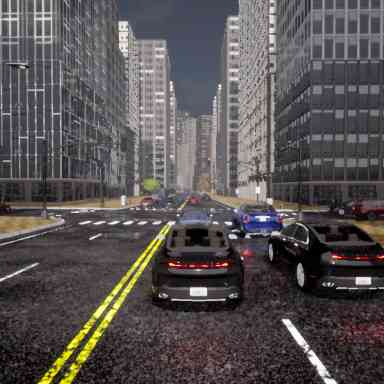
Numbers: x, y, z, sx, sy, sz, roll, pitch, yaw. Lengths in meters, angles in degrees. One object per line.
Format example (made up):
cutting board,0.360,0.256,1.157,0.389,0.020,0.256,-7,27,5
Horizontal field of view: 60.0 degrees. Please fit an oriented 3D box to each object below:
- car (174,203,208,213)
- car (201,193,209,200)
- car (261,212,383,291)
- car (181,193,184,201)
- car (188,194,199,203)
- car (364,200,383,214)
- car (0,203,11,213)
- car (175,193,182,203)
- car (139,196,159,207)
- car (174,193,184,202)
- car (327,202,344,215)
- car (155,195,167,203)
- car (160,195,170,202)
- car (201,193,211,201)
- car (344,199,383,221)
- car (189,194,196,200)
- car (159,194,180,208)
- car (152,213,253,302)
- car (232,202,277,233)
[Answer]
car,0.149,1.538,17.810,2.033,1.411,5.357,0,0,0
car,3.498,1.097,89.732,2.097,1.767,4.553,0,0,0
car,3.375,1.500,8.961,1.837,1.490,4.892,0,0,0
car,-3.088,1.469,67.446,1.812,1.442,4.674,0,0,1
car,0.262,1.479,59.116,1.812,1.442,4.674,0,0,0
car,21.911,1.643,36.791,4.829,1.417,1.752,1,0,1
car,-20.026,1.315,31.809,5.008,1.535,1.882,1,1,1
car,-3.175,1.460,57.625,1.837,1.490,4.892,0,0,0
car,-6.453,1.491,49.059,1.812,1.442,4.674,0,0,2
car,-3.036,1.154,77.898,2.150,2.045,5.566,0,0,0
car,16.522,1.617,34.301,4.892,1.490,1.837,1,1,1
car,-6.332,1.420,67.668,1.882,1.535,5.008,0,0,0
car,-6.286,1.453,77.938,1.812,1.442,4.674,0,0,0
car,3.470,1.396,79.343,1.882,1.535,5.008,0,0,0
car,16.279,1.519,28.520,5.009,1.841,2.192,1,0,1
car,0.249,1.387,90.190,1.882,1.535,5.008,0,0,0
car,-3.207,1.471,48.286,1.837,1.490,4.892,0,0,0
car,0.121,1.501,8.255,1.837,1.490,4.892,0,0,0
car,3.398,1.342,18.044,2.097,1.767,4.553,0,0,0
